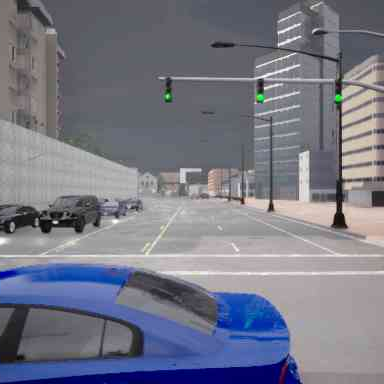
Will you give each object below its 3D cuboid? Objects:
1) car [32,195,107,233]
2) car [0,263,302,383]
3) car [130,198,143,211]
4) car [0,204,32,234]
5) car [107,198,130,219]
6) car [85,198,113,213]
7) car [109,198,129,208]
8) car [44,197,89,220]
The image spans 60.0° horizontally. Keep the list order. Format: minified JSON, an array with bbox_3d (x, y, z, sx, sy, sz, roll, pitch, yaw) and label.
[{"bbox_3d":[-7.105,1.221,20.063,2.150,2.045,5.566,0,0,0],"label":"car"},{"bbox_3d":[-1.582,1.482,3.138,5.008,1.535,1.882,0,0,0],"label":"car"},{"bbox_3d":[-7.107,1.491,40.046,2.128,1.511,4.902,0,0,0],"label":"car"},{"bbox_3d":[-10.608,1.505,19.432,1.837,1.490,4.892,0,0,0],"label":"car"},{"bbox_3d":[-7.111,1.526,29.704,1.812,1.442,4.674,0,0,0],"label":"car"},{"bbox_3d":[-10.609,1.505,38.317,1.837,1.490,4.892,0,0,0],"label":"car"},{"bbox_3d":[-10.576,1.601,48.377,1.895,1.301,4.718,0,0,0],"label":"car"},{"bbox_3d":[-10.611,1.352,28.499,2.097,1.767,4.553,0,0,0],"label":"car"}]
